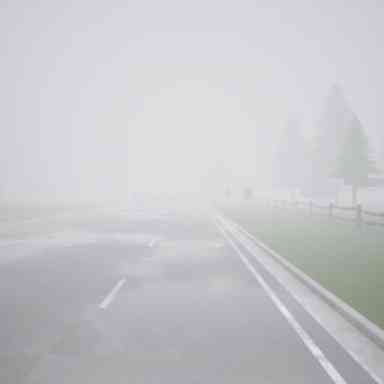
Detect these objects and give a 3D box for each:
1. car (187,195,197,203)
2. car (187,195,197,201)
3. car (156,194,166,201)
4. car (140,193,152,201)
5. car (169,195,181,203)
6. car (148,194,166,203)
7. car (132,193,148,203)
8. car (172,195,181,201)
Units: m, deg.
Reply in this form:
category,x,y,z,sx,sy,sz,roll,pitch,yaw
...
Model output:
category,x,y,z,sx,sy,sz,roll,pitch,yaw
car,-0.019,1.557,66.702,1.994,1.385,4.181,0,0,0
car,-0.022,1.368,75.685,2.033,1.411,5.357,0,0,0
car,-7.021,1.327,75.687,1.837,1.490,4.892,0,0,0
car,-10.521,1.181,75.660,2.097,1.767,4.553,0,0,0
car,-3.519,1.495,66.453,1.837,1.490,4.892,0,0,0
car,-7.019,1.353,66.703,2.097,1.767,4.553,0,0,0
car,-10.519,1.214,66.419,2.150,2.045,5.566,0,0,0
car,-3.522,1.423,75.731,1.895,1.301,4.718,0,0,0
